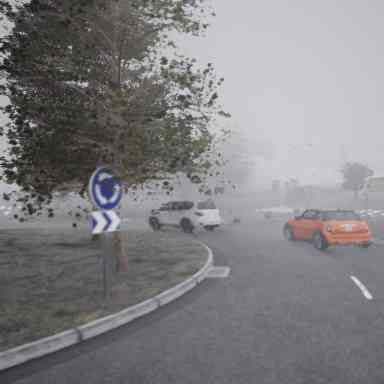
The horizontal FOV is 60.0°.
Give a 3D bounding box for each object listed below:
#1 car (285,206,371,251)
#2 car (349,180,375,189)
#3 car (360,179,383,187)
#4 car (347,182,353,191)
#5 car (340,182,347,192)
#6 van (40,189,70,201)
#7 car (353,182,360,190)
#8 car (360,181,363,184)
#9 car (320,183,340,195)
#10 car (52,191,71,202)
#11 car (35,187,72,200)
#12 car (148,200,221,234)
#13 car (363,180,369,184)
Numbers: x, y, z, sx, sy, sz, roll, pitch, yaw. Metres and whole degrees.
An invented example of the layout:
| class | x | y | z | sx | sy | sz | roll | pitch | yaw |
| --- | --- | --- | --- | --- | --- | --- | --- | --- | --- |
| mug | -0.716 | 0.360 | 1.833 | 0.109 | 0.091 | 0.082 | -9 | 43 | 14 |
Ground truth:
| class | x | y | z | sx | sy | sz | roll | pitch | yaw |
| --- | --- | --- | --- | --- | --- | --- | --- | --- | --- |
| car | 5.917 | 1.500 | 15.162 | 2.097 | 1.767 | 4.553 | -1 | -1 | -6 |
| car | 36.750 | -1.611 | 72.048 | 4.892 | 1.521 | 2.231 | -3 | 2 | 23 |
| car | 42.623 | -2.171 | 78.675 | 5.008 | 1.535 | 2.097 | -3 | 1 | 22 |
| car | 26.576 | -0.599 | 61.401 | 4.674 | 1.452 | 2.002 | -3 | 1 | 26 |
| car | 24.483 | -0.439 | 59.315 | 4.892 | 1.521 | 2.231 | -3 | 2 | 26 |
| van | -23.534 | 0.486 | 57.311 | 4.442 | 1.987 | 1.878 | -1 | 4 | -44 |
| car | 28.650 | -0.838 | 63.485 | 5.008 | 1.535 | 2.097 | -3 | 2 | 25 |
| car | 30.664 | -1.157 | 65.613 | 4.553 | 1.767 | 2.185 | -3 | 1 | 25 |
| car | 22.337 | -0.206 | 57.280 | 4.792 | 1.488 | 2.163 | -3 | 2 | 27 |
| car | -22.399 | 0.907 | 54.511 | 5.008 | 1.535 | 2.097 | -1 | 4 | -44 |
| car | -24.862 | 0.267 | 59.931 | 5.566 | 2.045 | 2.435 | -1 | 5 | -44 |
| car | -0.603 | 1.531 | 21.892 | 2.150 | 2.045 | 5.566 | 1 | -2 | -42 |
| car | 34.754 | -1.420 | 69.877 | 4.892 | 1.521 | 2.231 | -3 | 2 | 23 |
